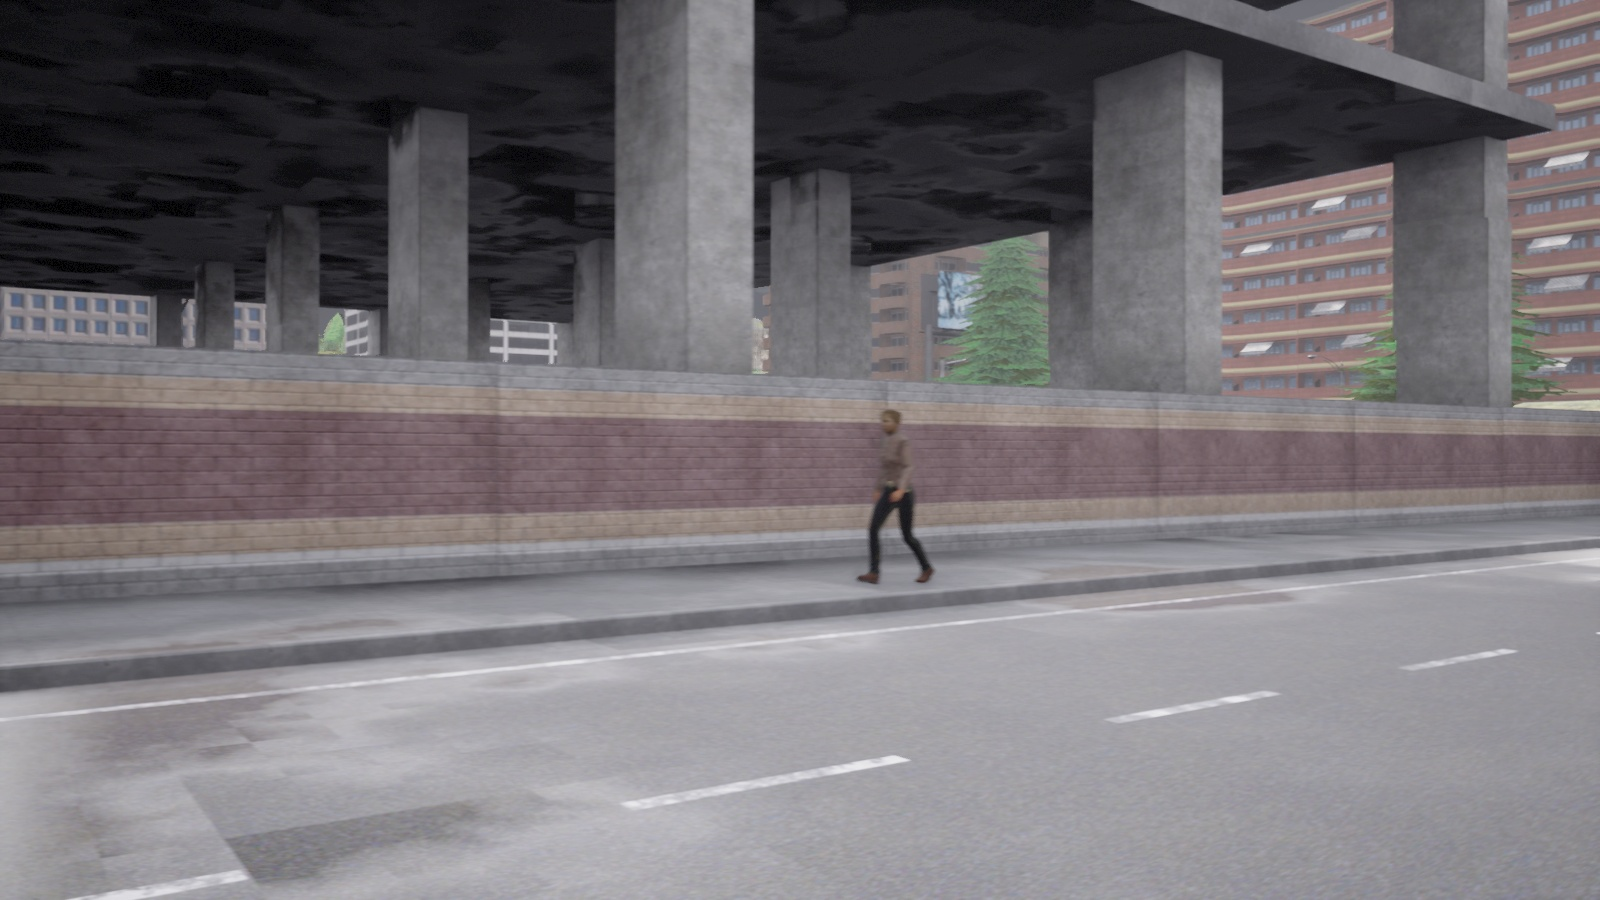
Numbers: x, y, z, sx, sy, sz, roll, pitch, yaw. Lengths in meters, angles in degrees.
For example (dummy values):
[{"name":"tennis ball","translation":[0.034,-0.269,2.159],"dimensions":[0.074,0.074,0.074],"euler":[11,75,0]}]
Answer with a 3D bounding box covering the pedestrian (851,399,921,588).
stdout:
[{"name":"pedestrian","translation":[0.871,0.428,12.639],"dimensions":[0.634,1.846,0.331],"euler":[0,0,-36]}]
